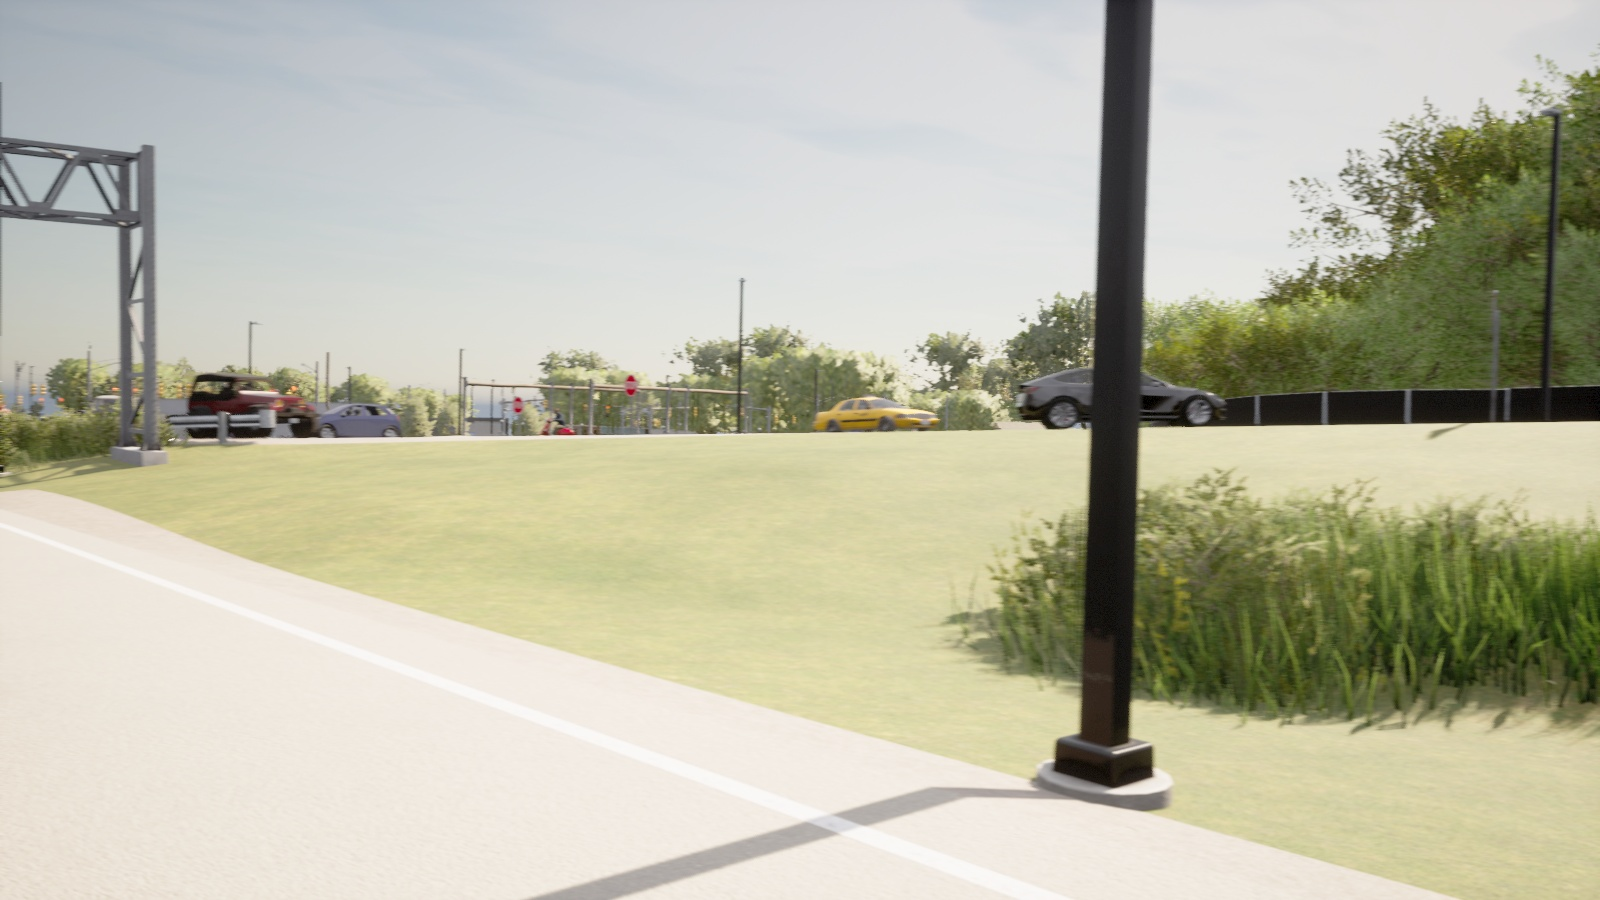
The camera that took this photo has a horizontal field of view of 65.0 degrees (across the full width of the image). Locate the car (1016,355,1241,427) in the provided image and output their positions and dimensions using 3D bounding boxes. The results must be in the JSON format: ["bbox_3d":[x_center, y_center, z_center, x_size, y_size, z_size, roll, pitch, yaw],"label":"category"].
[{"bbox_3d":[7.614,-1.351,29.579,4.792,1.488,2.163,-1,0,5],"label":"car"}]

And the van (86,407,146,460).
[{"bbox_3d":[-27.735,-0.632,50.831,1.775,1.987,4.442,0,-1,-33],"label":"van"}]

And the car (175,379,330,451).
[{"bbox_3d":[-15.572,-0.980,35.721,3.866,1.878,1.905,-1,1,24],"label":"car"}]

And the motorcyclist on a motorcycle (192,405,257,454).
[{"bbox_3d":[-19.128,-0.662,41.710,2.191,1.530,0.866,-2,0,32],"label":"motorcyclist on a motorcycle"}]

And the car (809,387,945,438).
[{"bbox_3d":[2.704,-1.315,45.519,1.801,1.575,5.366,-1,-1,-38],"label":"car"}]

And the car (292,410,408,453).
[{"bbox_3d":[-16.864,-0.649,47.101,3.633,1.501,1.845,0,-2,-45],"label":"car"}]

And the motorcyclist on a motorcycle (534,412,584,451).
[{"bbox_3d":[-10.121,-0.778,52.670,1.817,1.590,0.866,-1,-1,-37],"label":"motorcyclist on a motorcycle"}]
